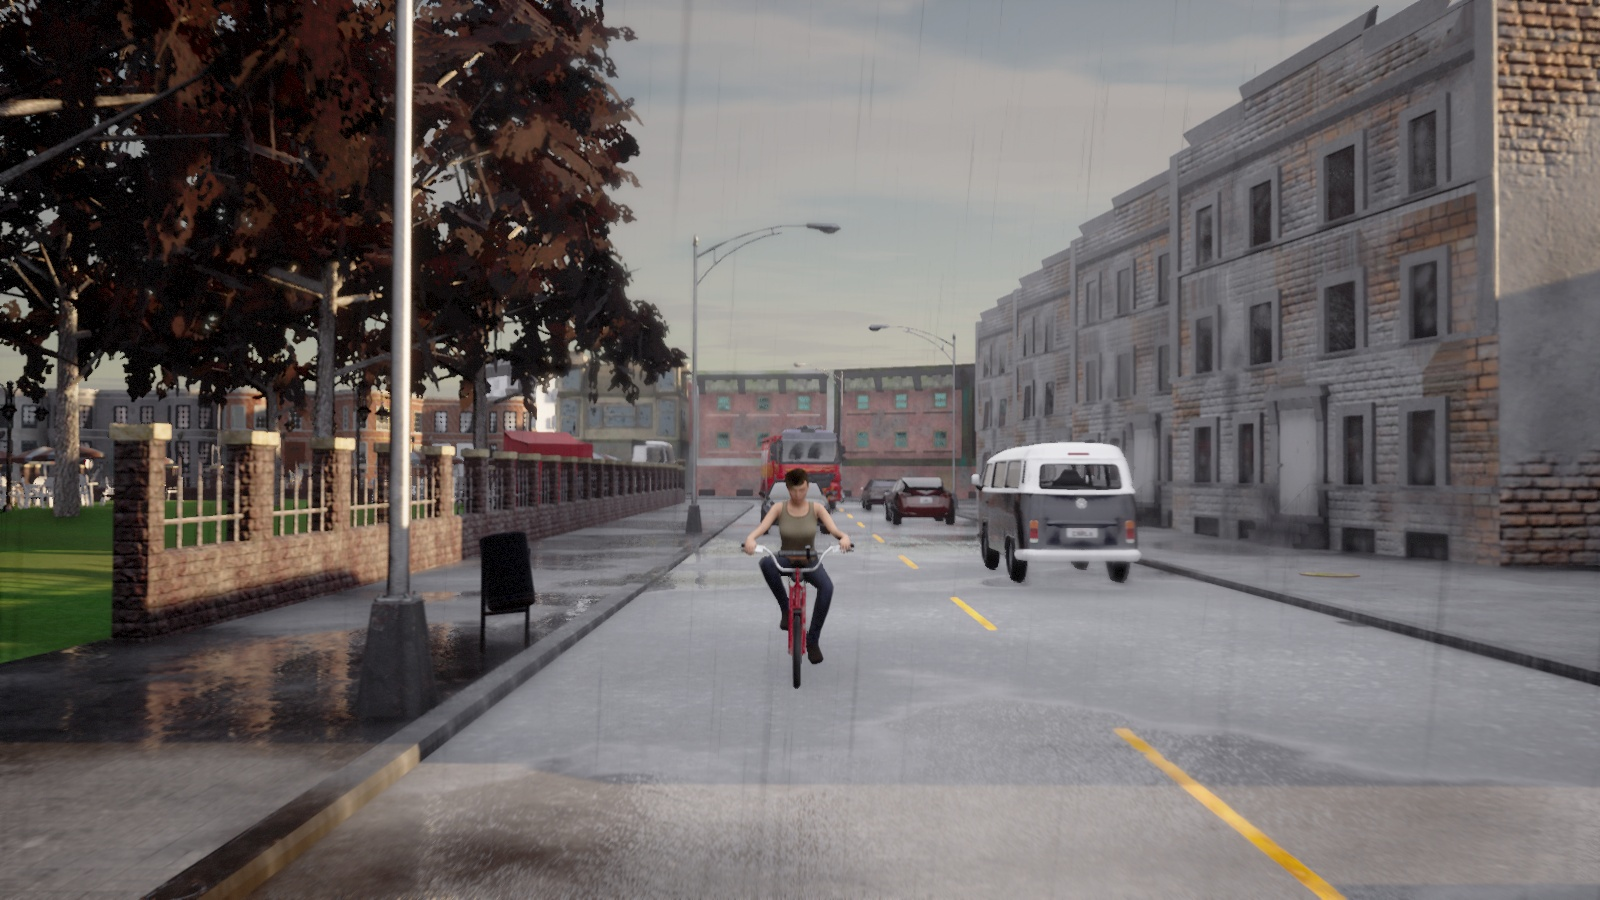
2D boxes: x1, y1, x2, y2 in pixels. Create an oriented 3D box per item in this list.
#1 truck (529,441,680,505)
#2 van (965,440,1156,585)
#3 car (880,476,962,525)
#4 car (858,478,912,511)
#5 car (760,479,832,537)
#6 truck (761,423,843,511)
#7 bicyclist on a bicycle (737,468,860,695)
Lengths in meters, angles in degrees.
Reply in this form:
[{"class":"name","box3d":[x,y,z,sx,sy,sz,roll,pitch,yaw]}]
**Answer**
[{"class":"truck","box3d":[-10.764,1.260,69.744,7.936,3.462,2.891,0,-1,0]},{"class":"van","box3d":[3.945,0.920,19.863,2.069,2.038,4.480,0,-1,0]},{"class":"car","box3d":[3.866,1.613,40.919,2.163,1.488,4.792,0,-1,0]},{"class":"car","box3d":[3.804,1.979,56.985,2.033,1.411,5.357,0,-1,0]},{"class":"car","box3d":[-0.108,1.523,34.244,1.812,1.442,4.674,0,-1,0]},{"class":"truck","box3d":[-0.035,0.830,59.396,2.891,3.827,8.468,0,-1,-7]},{"class":"bicyclist on a bicycle","box3d":[-0.012,0.948,9.679,0.866,1.612,1.509,0,-1,0]}]
